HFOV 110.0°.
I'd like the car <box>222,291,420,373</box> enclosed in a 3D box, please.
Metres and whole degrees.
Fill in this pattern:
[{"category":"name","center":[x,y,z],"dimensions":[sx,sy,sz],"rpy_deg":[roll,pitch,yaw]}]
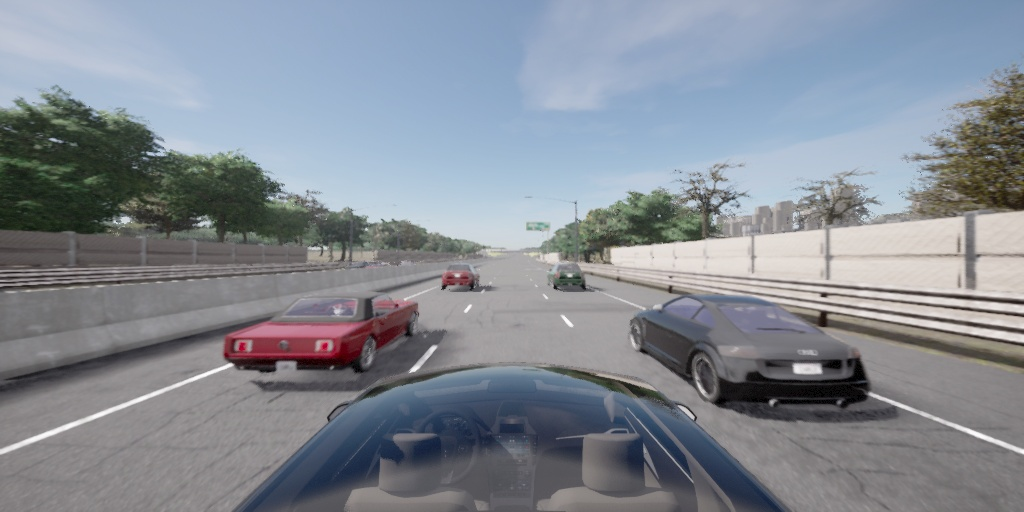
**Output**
[{"category":"car","center":[-3.398,1.397,7.632],"dimensions":[1.895,1.301,4.718],"rpy_deg":[0,0,0]}]

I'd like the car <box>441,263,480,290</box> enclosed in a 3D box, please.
[{"category":"car","center":[-3.395,1.261,24.432],"dimensions":[2.097,1.767,4.553],"rpy_deg":[0,0,0]}]

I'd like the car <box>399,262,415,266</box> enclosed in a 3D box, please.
[{"category":"car","center":[-14.061,1.545,48.156],"dimensions":[1.812,1.442,4.674],"rpy_deg":[0,0,0]}]

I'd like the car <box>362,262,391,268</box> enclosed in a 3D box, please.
[{"category":"car","center":[-17.562,1.617,47.398],"dimensions":[1.895,1.301,4.718],"rpy_deg":[0,0,0]}]

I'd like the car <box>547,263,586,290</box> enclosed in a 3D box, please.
[{"category":"car","center":[3.604,1.261,24.441],"dimensions":[2.097,1.767,4.553],"rpy_deg":[0,0,0]}]

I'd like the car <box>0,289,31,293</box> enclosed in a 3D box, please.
[{"category":"car","center":[-14.098,1.275,7.721],"dimensions":[1.882,1.535,5.008],"rpy_deg":[0,0,0]}]

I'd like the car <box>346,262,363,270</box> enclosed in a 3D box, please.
[{"category":"car","center":[-21.049,1.529,49.507],"dimensions":[1.837,1.490,4.892],"rpy_deg":[0,0,0]}]

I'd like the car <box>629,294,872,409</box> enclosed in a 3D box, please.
[{"category":"car","center":[3.601,1.351,6.373],"dimensions":[1.994,1.385,4.181],"rpy_deg":[0,0,0]}]
